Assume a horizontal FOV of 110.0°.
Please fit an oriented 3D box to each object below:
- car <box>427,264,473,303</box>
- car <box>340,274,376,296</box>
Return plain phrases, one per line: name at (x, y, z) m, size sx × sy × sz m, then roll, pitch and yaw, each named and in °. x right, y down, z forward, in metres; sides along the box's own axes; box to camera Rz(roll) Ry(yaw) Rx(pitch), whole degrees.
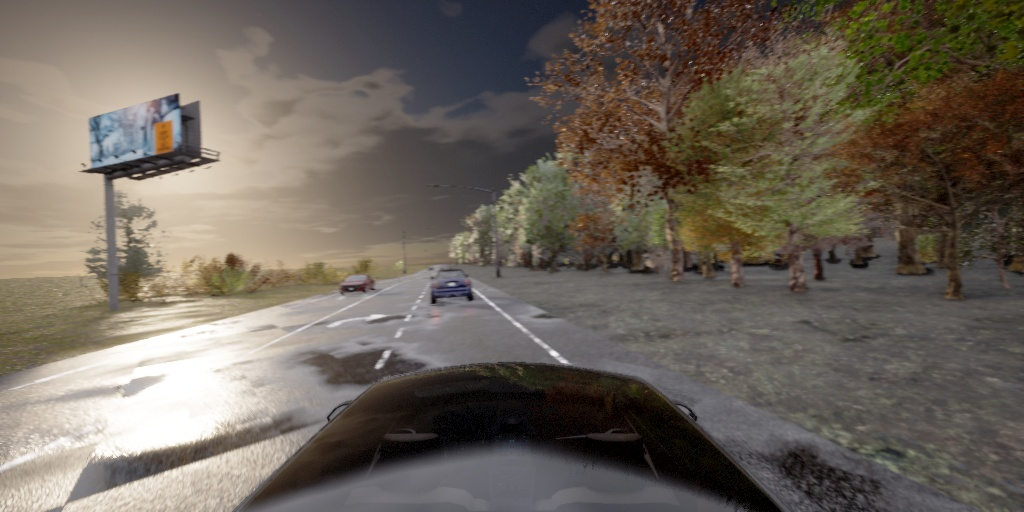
car at (-3.412, 1.484, 19.882) m, size 2.097 × 1.767 × 4.553 m, roll -3°, pitch -1°, yaw -11°
car at (-12.271, 2.195, 28.724) m, size 1.882 × 1.535 × 5.008 m, roll -3°, pitch -1°, yaw -11°
